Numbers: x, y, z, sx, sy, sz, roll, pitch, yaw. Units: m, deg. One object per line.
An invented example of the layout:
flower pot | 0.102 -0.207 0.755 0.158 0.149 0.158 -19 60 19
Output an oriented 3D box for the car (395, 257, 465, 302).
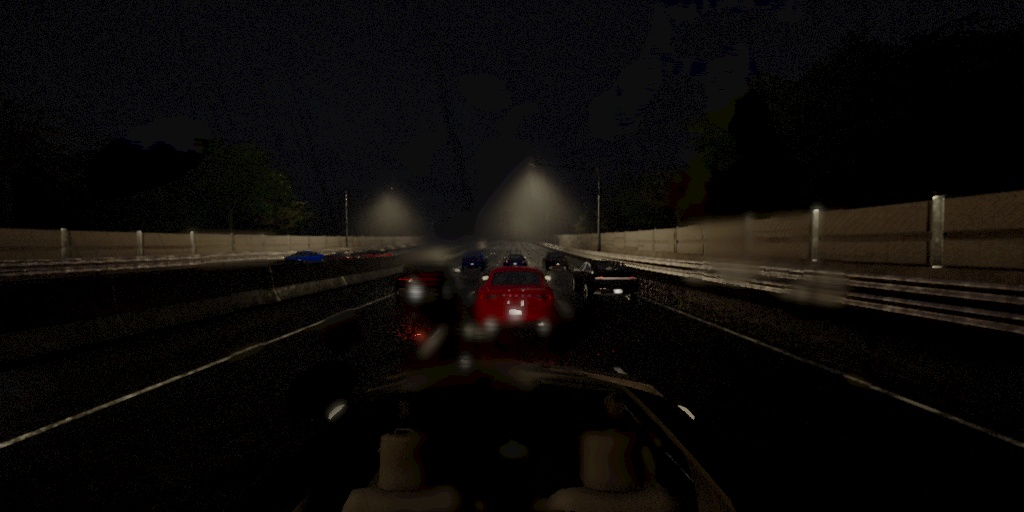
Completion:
car | -3.331 0.940 14.891 1.837 1.490 4.892 0 1 0

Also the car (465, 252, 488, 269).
car | -3.230 0.413 31.662 1.882 1.535 5.008 0 2 0

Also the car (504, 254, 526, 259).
car | 0.263 0.538 30.602 1.994 1.385 4.181 0 2 0

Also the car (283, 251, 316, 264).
car | -20.893 0.242 36.154 1.882 1.535 5.008 0 2 0

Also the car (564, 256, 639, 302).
car | 3.668 0.932 14.736 2.128 1.511 4.902 0 1 0

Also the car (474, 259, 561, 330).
car | 0.132 1.023 10.308 1.882 1.535 5.008 0 2 1

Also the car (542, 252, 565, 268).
car | 3.770 0.416 31.608 1.882 1.535 5.008 0 2 0

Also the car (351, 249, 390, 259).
car | -13.893 0.115 36.220 2.097 1.767 4.553 0 2 0

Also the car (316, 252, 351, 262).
car | -17.393 0.328 36.170 1.994 1.385 4.181 0 2 0
